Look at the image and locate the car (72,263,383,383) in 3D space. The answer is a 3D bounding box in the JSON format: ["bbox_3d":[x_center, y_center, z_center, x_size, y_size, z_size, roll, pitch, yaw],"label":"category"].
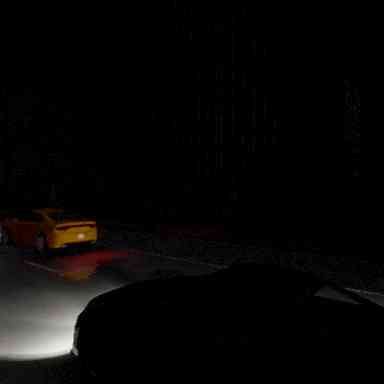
[{"bbox_3d":[0.504,1.561,3.839,4.181,1.385,1.994,1,0,37],"label":"car"}]

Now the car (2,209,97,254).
[{"bbox_3d":[-5.868,1.418,13.442,5.008,1.535,1.882,0,0,40],"label":"car"}]
